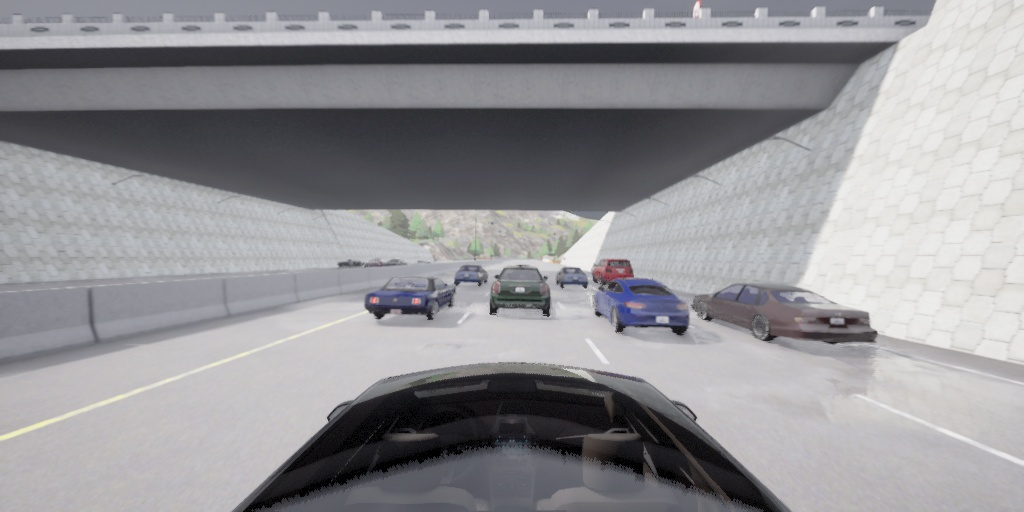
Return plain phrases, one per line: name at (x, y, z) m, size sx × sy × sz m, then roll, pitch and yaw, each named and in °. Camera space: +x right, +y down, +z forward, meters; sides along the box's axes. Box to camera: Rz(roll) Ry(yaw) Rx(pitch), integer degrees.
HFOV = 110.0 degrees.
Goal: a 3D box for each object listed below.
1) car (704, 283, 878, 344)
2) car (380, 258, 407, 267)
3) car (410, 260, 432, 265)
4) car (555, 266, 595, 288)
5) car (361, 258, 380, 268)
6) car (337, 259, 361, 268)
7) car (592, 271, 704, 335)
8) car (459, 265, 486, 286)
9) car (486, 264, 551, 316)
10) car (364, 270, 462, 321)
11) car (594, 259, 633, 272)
car at (7.209, 1.478, 10.349) m, size 2.033 × 1.411 × 5.357 m, roll 1°, pitch 0°, yaw 2°
car at (-16.211, 1.080, 50.211) m, size 1.837 × 1.490 × 4.892 m, roll 1°, pitch 0°, yaw 2°
car at (-12.711, 1.250, 50.313) m, size 1.895 × 1.301 × 4.718 m, roll 1°, pitch 0°, yaw 2°
car at (4.157, 1.466, 25.474) m, size 2.033 × 1.411 × 5.357 m, roll 1°, pitch 0°, yaw 2°
car at (-19.636, 1.036, 52.140) m, size 1.812 × 1.442 × 4.674 m, roll 1°, pitch 0°, yaw 2°
car at (-23.152, 1.036, 51.608) m, size 1.895 × 1.301 × 4.718 m, roll 1°, pitch 0°, yaw 2°
car at (3.735, 1.386, 10.994) m, size 1.812 × 1.442 × 4.674 m, roll 1°, pitch 0°, yaw 2°
car at (-2.838, 1.320, 25.682) m, size 2.033 × 1.411 × 5.357 m, roll 1°, pitch 0°, yaw 2°
car at (0.345, 1.150, 13.992) m, size 2.097 × 1.767 × 4.553 m, roll 1°, pitch 0°, yaw 2°
car at (-3.216, 1.320, 12.433) m, size 1.895 × 1.301 × 4.718 m, roll 1°, pitch 0°, yaw 2°
car at (7.763, 1.226, 27.982) m, size 2.150 × 2.045 × 5.566 m, roll 1°, pitch 0°, yaw 2°
